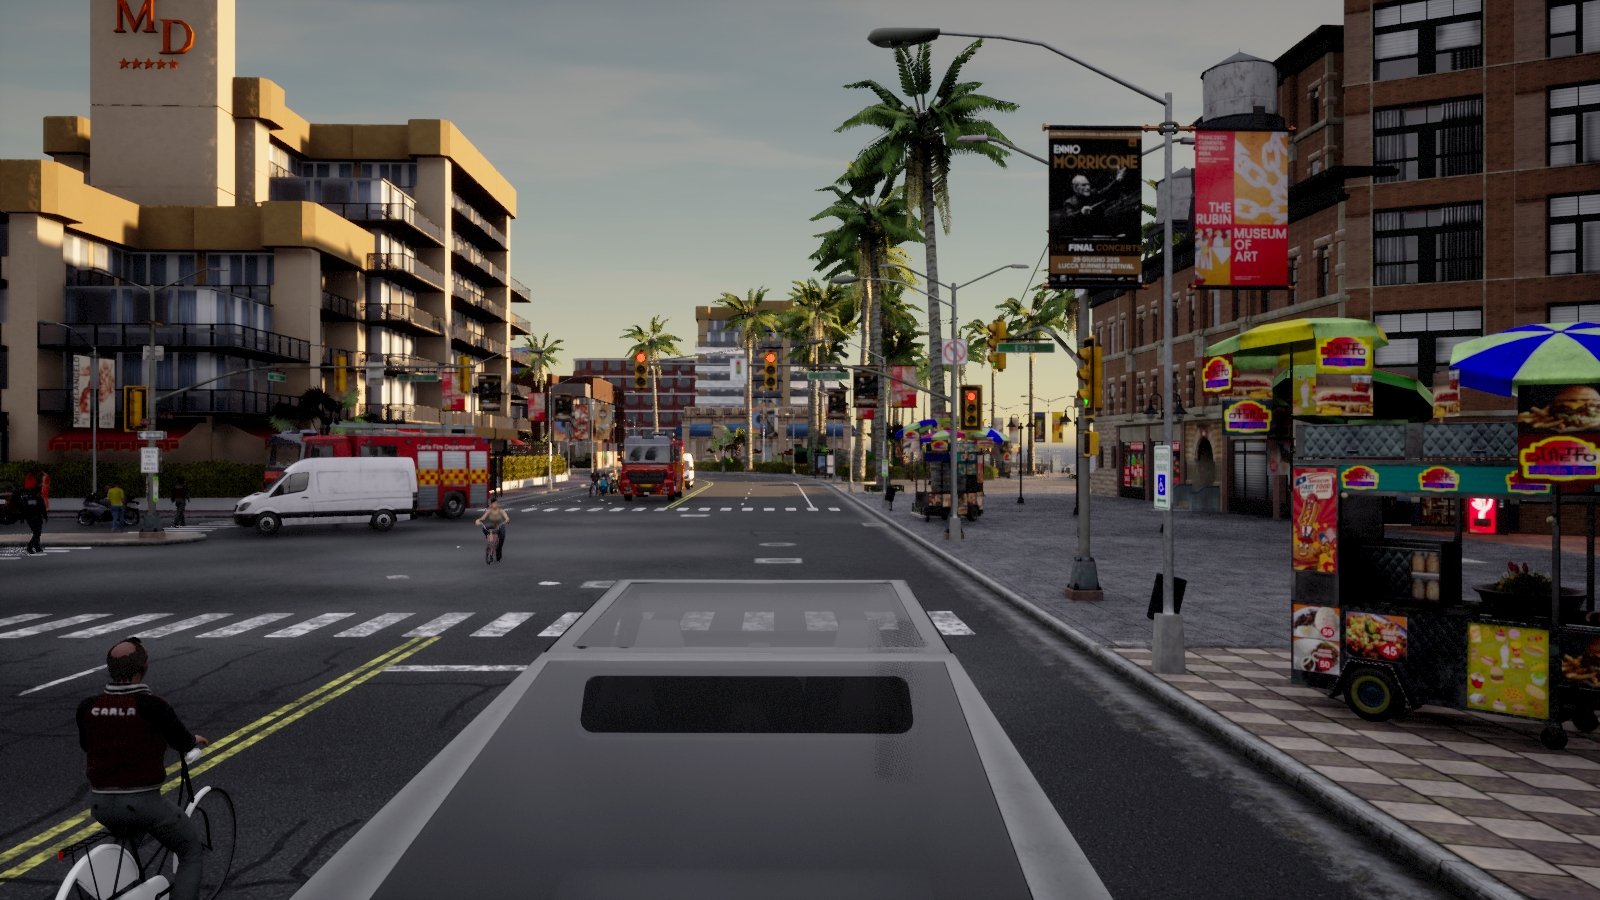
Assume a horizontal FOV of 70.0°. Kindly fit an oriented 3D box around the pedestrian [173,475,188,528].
[{"bbox_3d":[-22.211,1.848,40.950,0.375,1.860,0.375,0,0,-7],"label":"pedestrian"}]

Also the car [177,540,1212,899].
[{"bbox_3d":[-0.214,1.754,5.773,2.390,2.098,6.274,0,0,1],"label":"car"}]

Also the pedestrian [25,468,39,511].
[{"bbox_3d":[-33.084,1.696,49.229,0.375,1.860,0.375,0,0,-11],"label":"pedestrian"}]

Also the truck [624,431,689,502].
[{"bbox_3d":[-8.113,0.890,65.657,2.891,3.827,8.468,0,0,-1],"label":"truck"}]

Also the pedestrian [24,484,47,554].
[{"bbox_3d":[-20.524,1.849,30.677,0.375,1.860,0.375,0,0,-2],"label":"pedestrian"}]

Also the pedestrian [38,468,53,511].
[{"bbox_3d":[-32.449,1.696,49.123,0.375,1.860,0.375,0,0,4],"label":"pedestrian"}]

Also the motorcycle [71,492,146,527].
[{"bbox_3d":[-25.599,2.205,42.324,2.209,1.251,0.867,0,0,-5],"label":"motorcycle"}]

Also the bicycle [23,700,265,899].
[{"bbox_3d":[-3.625,2.210,6.485,0.329,1.171,1.835,0,0,0],"label":"bicycle"}]

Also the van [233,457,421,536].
[{"bbox_3d":[-16.445,1.534,39.816,5.915,2.561,1.988,0,0,-27],"label":"van"}]

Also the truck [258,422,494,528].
[{"bbox_3d":[-16.586,0.891,45.386,2.891,3.827,8.468,0,0,40],"label":"truck"}]

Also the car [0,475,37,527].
[{"bbox_3d":[-31.074,1.864,42.073,4.605,1.855,1.932,0,0,-2],"label":"car"}]

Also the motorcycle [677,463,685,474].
[{"bbox_3d":[-14.189,2.182,136.549,0.856,1.236,1.805,0,0,-1],"label":"motorcycle"}]

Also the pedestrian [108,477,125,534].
[{"bbox_3d":[-22.829,1.848,38.174,0.375,1.860,0.375,0,0,-8],"label":"pedestrian"}]
